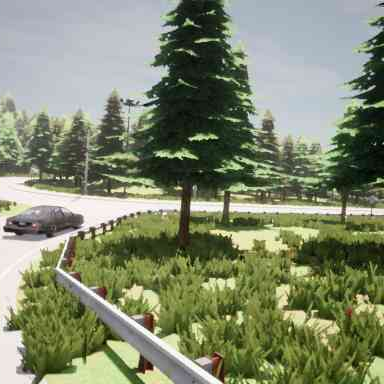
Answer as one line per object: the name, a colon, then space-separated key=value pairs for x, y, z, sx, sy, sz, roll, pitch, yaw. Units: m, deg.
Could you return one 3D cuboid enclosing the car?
car: x=-7.395 y=1.408 z=17.288 sx=2.033 sy=1.411 sz=5.357 roll=4 pitch=1 yaw=3
